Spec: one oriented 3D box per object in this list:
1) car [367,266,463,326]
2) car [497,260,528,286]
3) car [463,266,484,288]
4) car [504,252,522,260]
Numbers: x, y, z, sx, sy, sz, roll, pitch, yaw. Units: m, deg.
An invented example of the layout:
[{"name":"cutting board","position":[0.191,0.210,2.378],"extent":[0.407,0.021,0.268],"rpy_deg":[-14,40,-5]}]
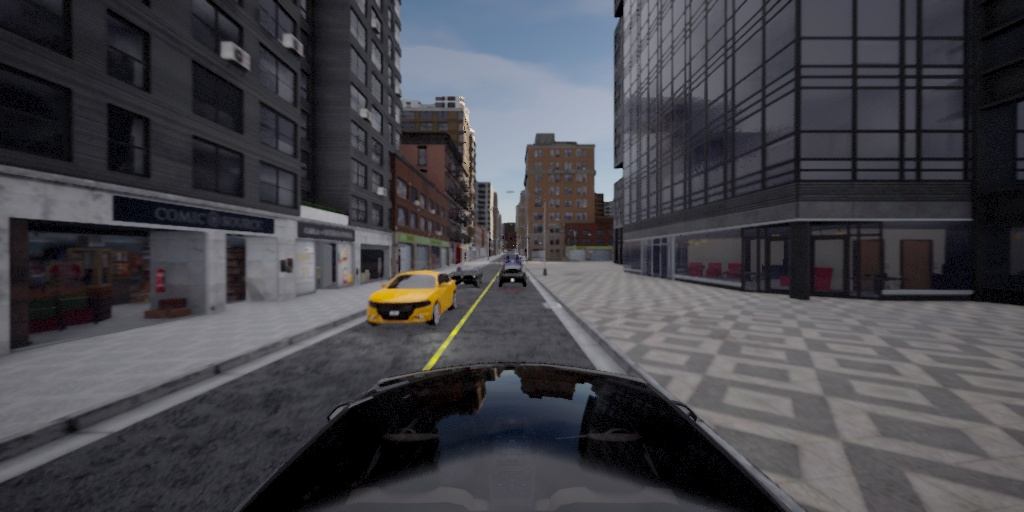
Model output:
[{"name":"car","position":[-3.033,1.222,11.798],"extent":[1.882,1.535,5.008],"rpy_deg":[0,0,1]},{"name":"car","position":[0.059,1.233,24.905],"extent":[1.837,1.490,4.892],"rpy_deg":[0,1,1]},{"name":"car","position":[-3.023,1.331,24.125],"extent":[1.895,1.301,4.718],"rpy_deg":[0,0,0]},{"name":"car","position":[0.085,0.778,47.549],"extent":[2.150,2.045,5.566],"rpy_deg":[0,0,0]}]
